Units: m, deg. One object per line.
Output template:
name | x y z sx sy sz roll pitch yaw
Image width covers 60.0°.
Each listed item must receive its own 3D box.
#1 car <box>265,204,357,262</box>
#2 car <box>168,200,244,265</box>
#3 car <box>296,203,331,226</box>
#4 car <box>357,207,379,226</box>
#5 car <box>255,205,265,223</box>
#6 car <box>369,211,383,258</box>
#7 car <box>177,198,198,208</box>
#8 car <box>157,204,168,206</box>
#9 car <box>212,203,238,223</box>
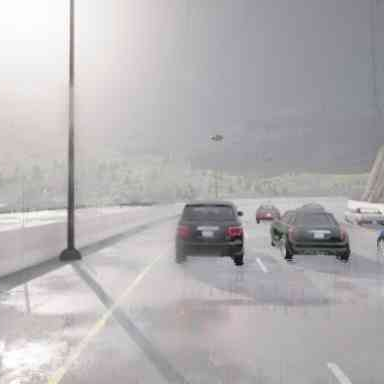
car | 4.304 1.450 12.847 2.097 1.767 4.553 0 -1 5
car | 0.717 1.310 12.281 2.150 2.045 5.566 0 0 5
car | 9.712 1.714 26.915 1.837 1.490 4.892 0 0 10
car | 12.909 1.802 24.979 1.895 1.301 4.718 0 0 10
car | 6.310 1.769 27.745 1.994 1.385 4.181 0 0 10
car | 7.551 1.565 10.094 1.882 1.535 5.008 0 0 5
car | -0.736 1.879 56.860 2.128 1.511 4.902 0 0 19
car | -4.455 1.943 56.824 1.994 1.385 4.181 0 0 19
car | 2.922 1.730 28.685 1.812 1.442 4.674 0 0 10
